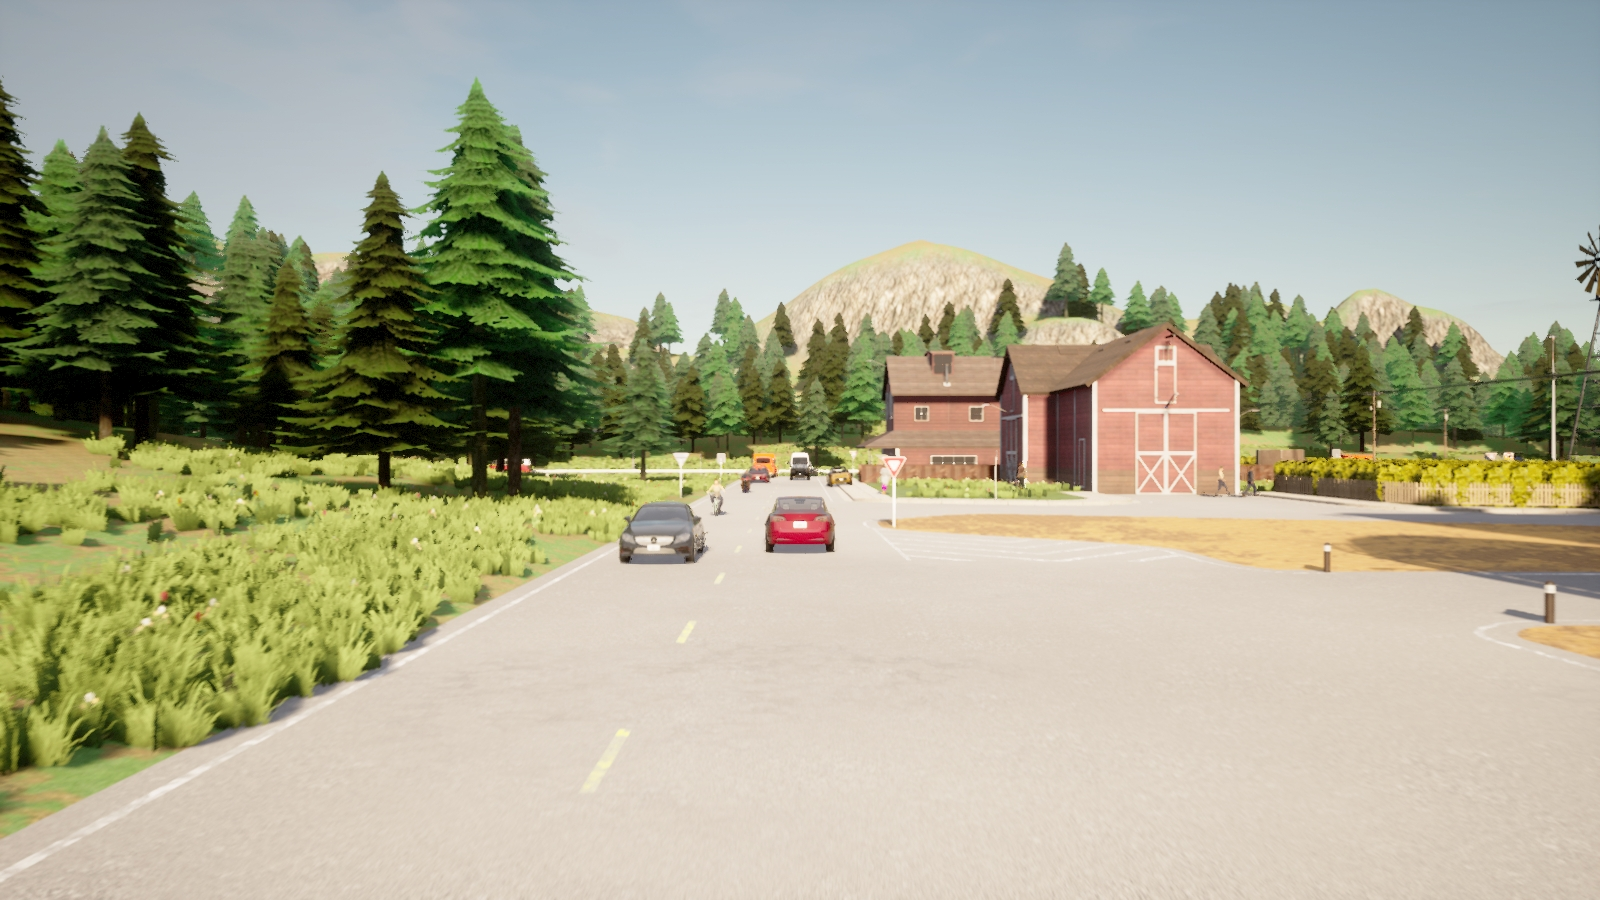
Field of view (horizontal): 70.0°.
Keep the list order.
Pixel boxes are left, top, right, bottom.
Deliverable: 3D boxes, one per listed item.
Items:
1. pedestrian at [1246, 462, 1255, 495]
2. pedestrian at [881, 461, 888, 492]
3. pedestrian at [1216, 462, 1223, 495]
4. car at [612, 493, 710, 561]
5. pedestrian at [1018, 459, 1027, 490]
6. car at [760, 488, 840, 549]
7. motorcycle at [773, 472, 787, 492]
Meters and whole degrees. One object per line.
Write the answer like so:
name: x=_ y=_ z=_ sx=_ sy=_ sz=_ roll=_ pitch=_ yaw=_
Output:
pedestrian: x=25.431 y=1.618 z=64.538 sx=0.375 sy=1.860 sz=0.375 roll=0 pitch=0 yaw=5
pedestrian: x=5.022 y=1.556 z=67.631 sx=0.375 sy=1.860 sz=0.375 roll=0 pitch=0 yaw=9
pedestrian: x=23.856 y=1.617 z=64.957 sx=0.375 sy=1.860 sz=0.375 roll=0 pitch=0 yaw=26
car: x=-3.510 y=1.941 z=29.693 sx=2.002 sy=1.442 sz=4.674 roll=0 pitch=0 yaw=0
pedestrian: x=13.398 y=1.489 z=68.796 sx=0.375 sy=1.860 sz=0.375 roll=0 pitch=0 yaw=-39
car: x=0.001 y=1.923 z=33.163 sx=2.163 sy=1.488 sz=4.792 roll=0 pitch=0 yaw=0
motorcycle: x=-1.300 y=2.065 z=73.827 sx=0.867 sy=1.251 sz=2.209 roll=0 pitch=0 yaw=0
